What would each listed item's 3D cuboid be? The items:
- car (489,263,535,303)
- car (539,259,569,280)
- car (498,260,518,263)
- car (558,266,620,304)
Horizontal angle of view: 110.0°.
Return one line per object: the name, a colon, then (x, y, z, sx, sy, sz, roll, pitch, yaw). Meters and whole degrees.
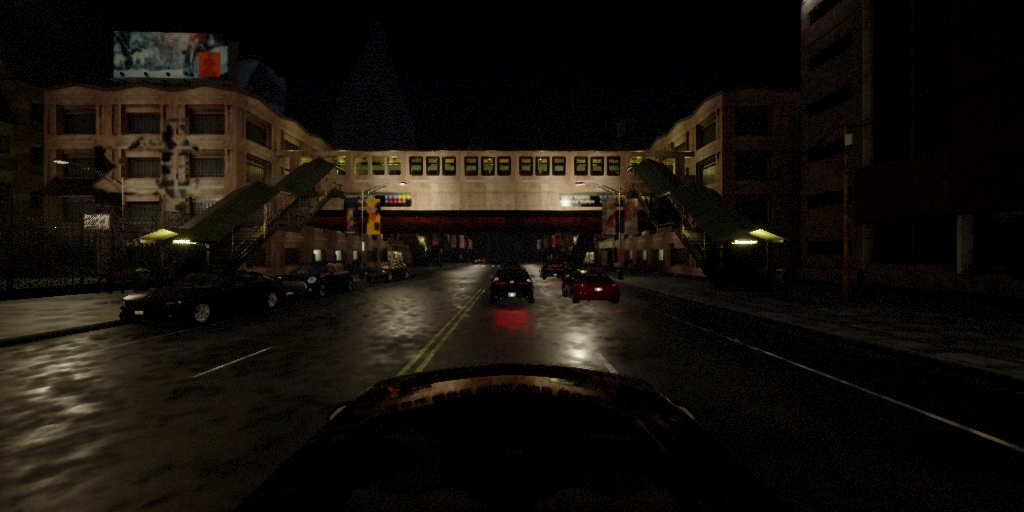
car: (0.000, 1.266, 16.500, 1.837, 1.490, 4.892, 0, 0, 0)
car: (3.500, 1.266, 31.499, 1.837, 1.490, 4.892, 0, 0, 0)
car: (0.000, 1.266, 31.500, 1.837, 1.490, 4.892, 0, 0, 0)
car: (3.500, 1.322, 16.500, 1.994, 1.385, 4.181, 0, 0, 0)
